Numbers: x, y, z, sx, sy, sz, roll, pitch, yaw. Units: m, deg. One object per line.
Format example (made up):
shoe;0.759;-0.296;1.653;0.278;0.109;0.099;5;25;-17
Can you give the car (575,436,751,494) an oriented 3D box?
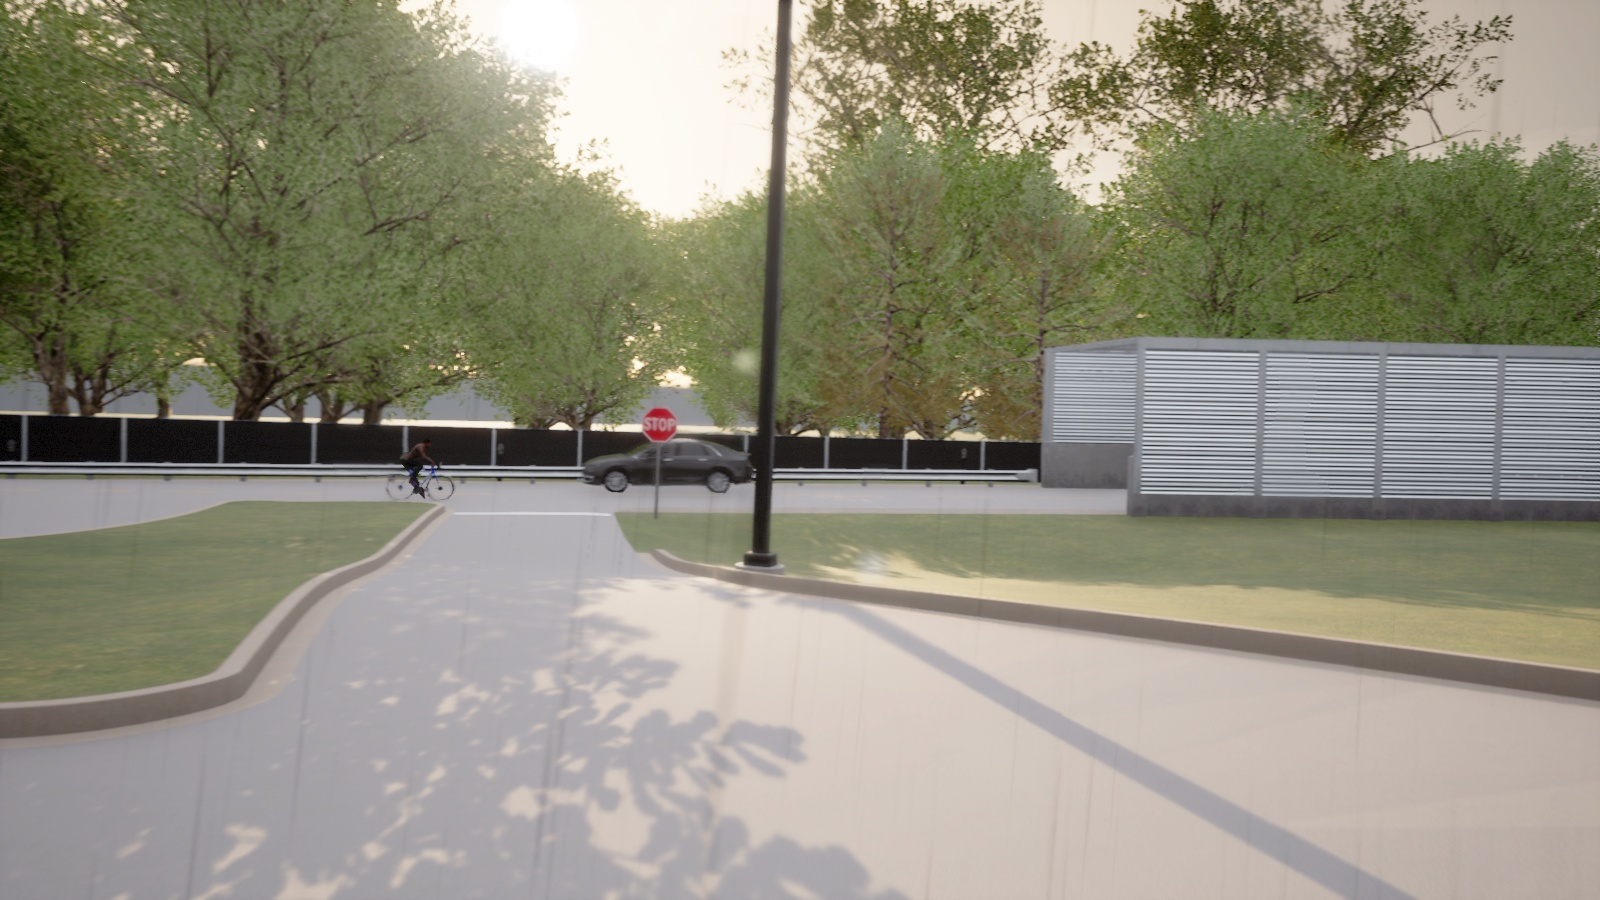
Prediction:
car;-3.949;0.418;36.003;4.892;1.490;1.837;1;3;-9

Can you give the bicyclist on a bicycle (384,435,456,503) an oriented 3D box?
bicyclist on a bicycle;-9.513;0.474;31.464;1.656;1.620;0.582;1;3;-10
